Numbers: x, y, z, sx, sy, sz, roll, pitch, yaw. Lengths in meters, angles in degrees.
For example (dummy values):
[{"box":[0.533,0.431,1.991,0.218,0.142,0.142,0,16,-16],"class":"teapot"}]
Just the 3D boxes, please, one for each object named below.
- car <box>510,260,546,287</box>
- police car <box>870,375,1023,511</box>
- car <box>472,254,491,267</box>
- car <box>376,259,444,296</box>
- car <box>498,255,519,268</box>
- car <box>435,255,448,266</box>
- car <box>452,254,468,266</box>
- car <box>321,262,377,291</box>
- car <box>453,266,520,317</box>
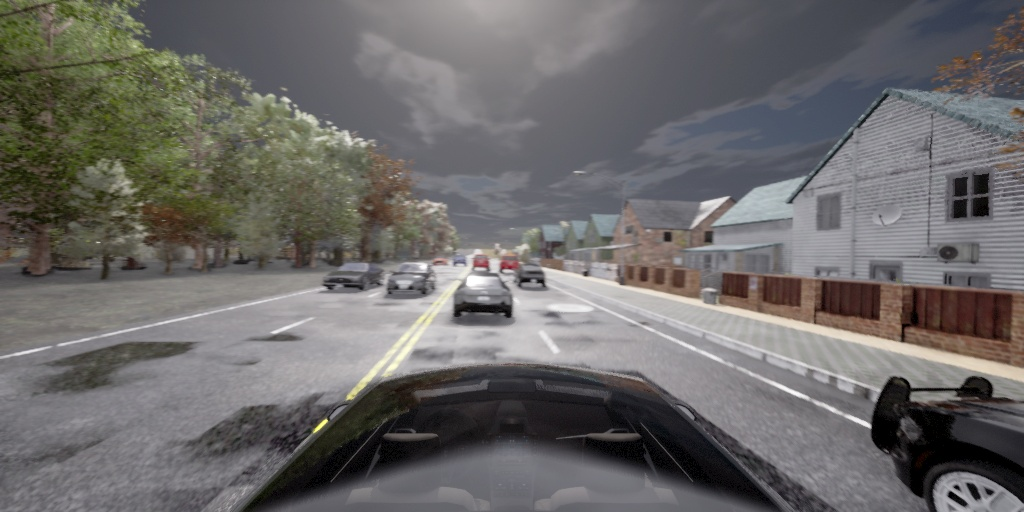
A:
[{"box":[1.150,1.260,24.531,1.837,1.490,4.892,2,0,-5],"class":"car"},{"box":[4.168,1.299,0.938,1.930,1.638,5.238,2,0,-5],"class":"police car"},{"box":[-3.856,0.793,44.776,2.150,2.045,5.566,2,0,-5],"class":"car"},{"box":[-4.962,1.075,18.207,2.128,1.511,4.902,2,0,-5],"class":"car"},{"box":[-0.358,0.904,41.394,2.150,2.045,5.566,2,0,-5],"class":"car"},{"box":[-11.855,0.668,60.065,2.097,1.767,4.553,2,0,-5],"class":"car"},{"box":[-8.477,0.642,58.678,2.150,2.045,5.566,2,0,-5],"class":"car"},{"box":[-8.347,1.029,19.557,2.033,1.411,5.357,2,0,-5],"class":"car"},{"box":[-1.045,1.271,12.991,1.994,1.385,4.181,2,0,-5],"class":"car"}]
